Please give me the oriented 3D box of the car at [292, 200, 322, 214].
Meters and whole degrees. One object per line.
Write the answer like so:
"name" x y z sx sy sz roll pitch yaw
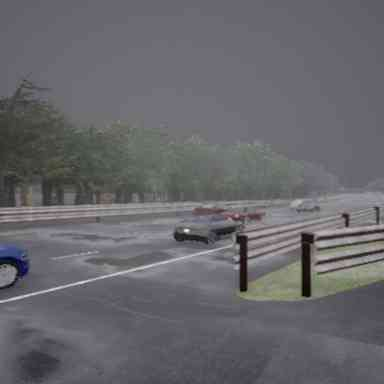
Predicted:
"car" 14.512 1.875 41.069 2.033 1.411 5.357 0 0 35

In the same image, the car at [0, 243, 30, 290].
"car" -6.215 1.590 7.287 1.882 1.535 5.008 0 0 38

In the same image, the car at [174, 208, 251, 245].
"car" 0.973 1.734 16.681 1.994 1.385 4.181 0 0 37

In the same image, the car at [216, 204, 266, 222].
"car" 4.162 1.818 26.657 1.895 1.301 4.718 0 0 36

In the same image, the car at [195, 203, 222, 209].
"car" 2.178 1.703 29.882 1.882 1.535 5.008 0 0 36
